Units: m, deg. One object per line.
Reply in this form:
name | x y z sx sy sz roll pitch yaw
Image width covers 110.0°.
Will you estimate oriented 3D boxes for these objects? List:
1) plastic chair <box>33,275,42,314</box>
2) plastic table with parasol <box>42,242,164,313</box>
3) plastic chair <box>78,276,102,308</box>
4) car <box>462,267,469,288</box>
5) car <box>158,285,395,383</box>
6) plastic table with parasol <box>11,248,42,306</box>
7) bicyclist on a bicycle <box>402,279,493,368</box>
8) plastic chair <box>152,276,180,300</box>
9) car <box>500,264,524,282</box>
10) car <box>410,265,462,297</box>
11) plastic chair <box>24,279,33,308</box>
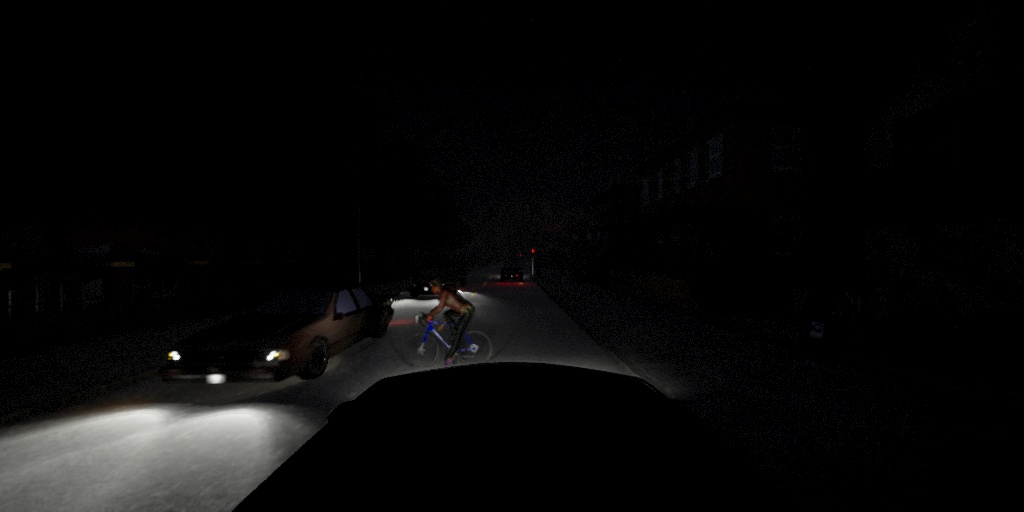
plastic chair | -15.028 1.339 11.860 0.730 1.272 0.750 0 0 -40
plastic table with parasol | -14.011 0.757 12.602 2.482 2.480 2.482 0 0 -40
plastic chair | -13.252 1.355 11.580 0.750 1.272 0.730 0 0 -39
car | -4.090 1.328 24.478 1.994 1.385 4.181 0 0 0
car | -4.118 1.337 7.636 2.033 1.411 5.357 0 0 0
plastic table with parasol | -19.342 0.786 15.318 2.482 2.480 2.482 0 0 -40
bicyclist on a bicycle | -1.181 1.233 6.491 1.656 1.620 0.582 -2 0 0
plastic chair | -13.041 1.395 13.506 0.730 1.272 0.750 0 0 -35
car | -0.018 1.437 31.136 2.128 1.511 4.902 0 0 0
car | -4.162 1.376 19.766 1.837 1.490 4.892 0 -1 0
plastic chair | -18.594 1.378 14.290 0.750 1.272 0.730 0 0 -40
